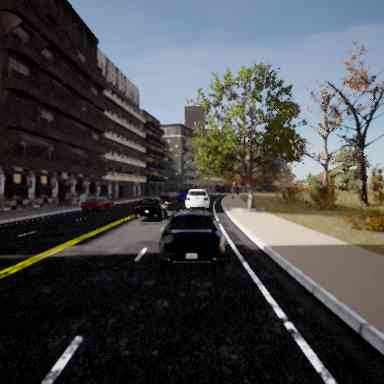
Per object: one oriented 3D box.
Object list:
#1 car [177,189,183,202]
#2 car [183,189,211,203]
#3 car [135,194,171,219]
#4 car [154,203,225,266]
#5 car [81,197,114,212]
[{"bbox_3d":[-0.994,0.491,53.484,2.150,2.045,5.566,0,0,6],"label":"car"},{"bbox_3d":[0.630,0.754,32.460,2.150,2.045,5.566,0,1,3],"label":"car"},{"bbox_3d":[-2.958,1.139,24.847,1.882,1.535,5.008,-1,1,2],"label":"car"},{"bbox_3d":[0.025,1.340,10.893,1.837,1.490,4.892,0,1,1],"label":"car"},{"bbox_3d":[-9.284,1.206,32.835,1.895,1.301,4.718,0,1,3],"label":"car"}]
